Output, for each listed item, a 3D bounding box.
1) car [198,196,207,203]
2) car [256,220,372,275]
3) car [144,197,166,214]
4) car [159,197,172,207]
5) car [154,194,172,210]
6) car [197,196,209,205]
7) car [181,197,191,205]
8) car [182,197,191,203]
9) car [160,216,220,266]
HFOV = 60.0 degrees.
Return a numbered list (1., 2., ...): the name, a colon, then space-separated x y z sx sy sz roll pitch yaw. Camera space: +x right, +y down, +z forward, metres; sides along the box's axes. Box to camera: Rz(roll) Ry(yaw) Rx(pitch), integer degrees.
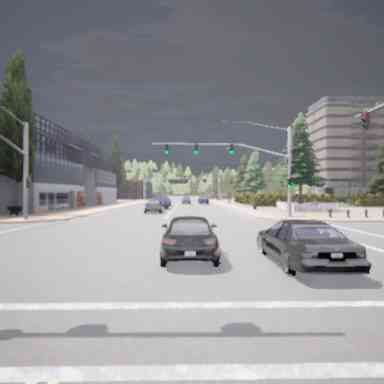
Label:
1. car: 2.248 1.730 75.803 1.837 1.490 4.892 0 0 -1
2. car: 3.438 1.579 10.498 2.033 1.411 5.357 0 0 -1
3. car: -4.287 1.641 37.475 1.812 1.442 4.674 0 0 -2
4. car: -4.491 1.681 57.266 1.837 1.490 4.892 0 0 -1
5. car: -4.414 1.366 46.905 2.150 2.045 5.566 0 0 -1
6. car: 2.392 1.677 65.663 1.882 1.535 5.008 0 0 -1
7. car: -1.103 1.747 65.357 2.033 1.411 5.357 0 0 -1
8. car: -1.250 1.783 75.690 1.994 1.385 4.181 0 0 -1
9. car: -0.087 1.561 11.569 1.812 1.442 4.674 0 0 -1
